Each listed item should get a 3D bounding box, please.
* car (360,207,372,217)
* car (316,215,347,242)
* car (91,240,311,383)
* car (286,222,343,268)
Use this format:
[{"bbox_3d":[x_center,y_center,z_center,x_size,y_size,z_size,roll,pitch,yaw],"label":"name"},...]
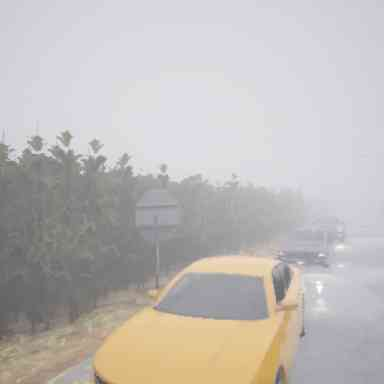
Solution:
[{"bbox_3d":[37.590,4.280,71.871,2.150,2.045,5.566,-4,-4,27],"label":"car"},{"bbox_3d":[9.568,2.442,23.210,2.097,1.767,4.553,-4,-4,27],"label":"car"},{"bbox_3d":[0.590,1.779,4.992,1.882,1.535,5.008,-3,-4,22],"label":"car"},{"bbox_3d":[5.110,2.270,14.387,2.033,1.411,5.357,-4,-4,27],"label":"car"}]
